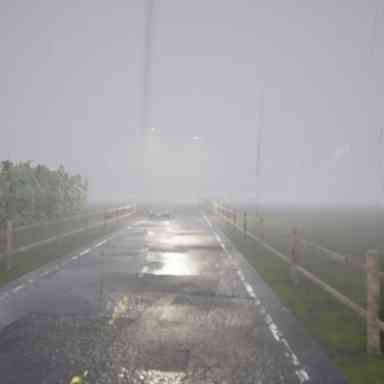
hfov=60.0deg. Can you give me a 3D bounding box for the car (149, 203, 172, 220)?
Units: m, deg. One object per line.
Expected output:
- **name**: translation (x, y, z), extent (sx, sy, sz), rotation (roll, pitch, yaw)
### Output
- **car**: translation (-2.828, 1.710, 30.589), extent (1.812, 1.442, 4.674), rotation (0, -1, 0)
